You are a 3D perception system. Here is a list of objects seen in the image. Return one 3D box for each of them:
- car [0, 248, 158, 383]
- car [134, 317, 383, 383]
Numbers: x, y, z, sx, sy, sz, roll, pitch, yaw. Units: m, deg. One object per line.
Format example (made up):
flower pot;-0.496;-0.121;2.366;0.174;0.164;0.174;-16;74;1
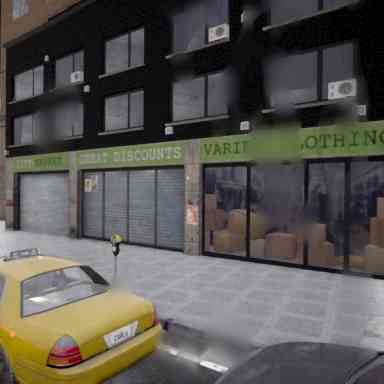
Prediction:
car;-2.649;1.524;4.985;4.829;1.417;1.752;0;1;36
car;2.032;1.551;1.637;4.403;1.369;2.008;0;1;36
